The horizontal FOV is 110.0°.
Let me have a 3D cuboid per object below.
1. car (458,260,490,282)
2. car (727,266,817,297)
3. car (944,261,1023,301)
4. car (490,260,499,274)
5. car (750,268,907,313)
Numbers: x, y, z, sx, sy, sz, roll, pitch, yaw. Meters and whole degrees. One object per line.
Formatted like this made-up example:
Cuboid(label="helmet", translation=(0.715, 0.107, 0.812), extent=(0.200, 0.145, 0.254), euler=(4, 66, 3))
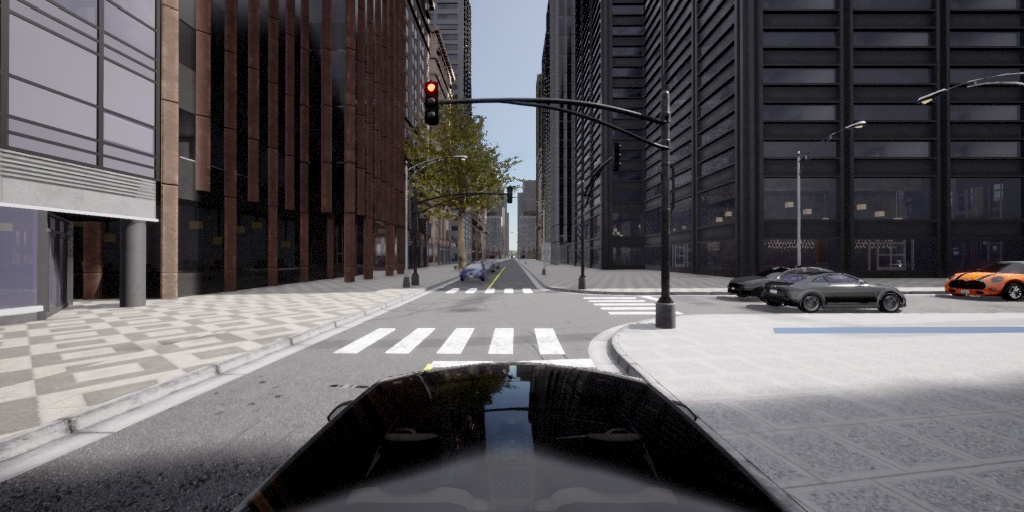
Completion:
Cuboid(label="car", translation=(-3.024, 1.280, 28.881), extent=(1.812, 1.442, 4.674), euler=(0, 0, 0))
Cuboid(label="car", translation=(12.413, 1.207, 16.191), extent=(4.892, 1.490, 1.837), euler=(0, 0, 0))
Cuboid(label="car", translation=(22.696, 1.017, 16.186), extent=(4.553, 1.767, 2.097), euler=(0, 0, 0))
Cuboid(label="car", translation=(-2.981, 1.259, 42.700), extent=(2.128, 1.511, 4.902), euler=(0, 0, 0))
Cuboid(label="car", translation=(11.556, 1.257, 13.090), extent=(4.181, 1.385, 1.994), euler=(0, 0, 0))
